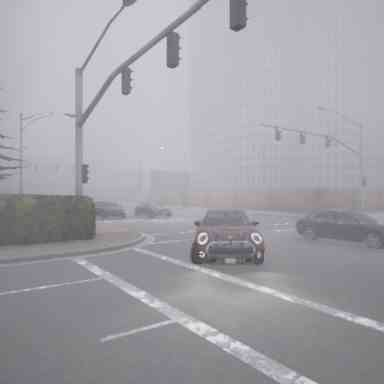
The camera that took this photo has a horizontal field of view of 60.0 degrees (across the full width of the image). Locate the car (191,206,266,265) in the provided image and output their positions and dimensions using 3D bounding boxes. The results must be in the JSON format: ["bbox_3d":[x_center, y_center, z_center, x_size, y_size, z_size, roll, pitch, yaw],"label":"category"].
[{"bbox_3d":[1.197,1.353,11.618,2.097,1.767,4.553,0,0,3],"label":"car"}]

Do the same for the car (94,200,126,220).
[{"bbox_3d":[-7.286,1.506,28.583,1.837,1.490,4.892,0,0,-35],"label":"car"}]

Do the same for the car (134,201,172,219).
[{"bbox_3d":[-3.557,1.528,29.399,1.812,1.442,4.674,0,0,-35],"label":"car"}]

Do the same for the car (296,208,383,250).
[{"bbox_3d":[6.890,1.508,14.535,1.837,1.490,4.892,0,0,-35],"label":"car"}]
